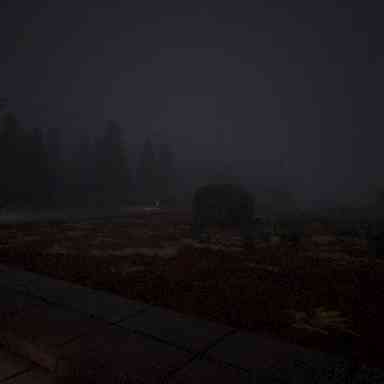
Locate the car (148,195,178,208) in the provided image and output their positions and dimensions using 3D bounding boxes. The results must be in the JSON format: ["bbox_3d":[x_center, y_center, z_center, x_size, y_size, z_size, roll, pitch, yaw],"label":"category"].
[{"bbox_3d":[-4.001,1.232,46.144,2.097,1.767,4.553,0,0,37],"label":"car"}]
